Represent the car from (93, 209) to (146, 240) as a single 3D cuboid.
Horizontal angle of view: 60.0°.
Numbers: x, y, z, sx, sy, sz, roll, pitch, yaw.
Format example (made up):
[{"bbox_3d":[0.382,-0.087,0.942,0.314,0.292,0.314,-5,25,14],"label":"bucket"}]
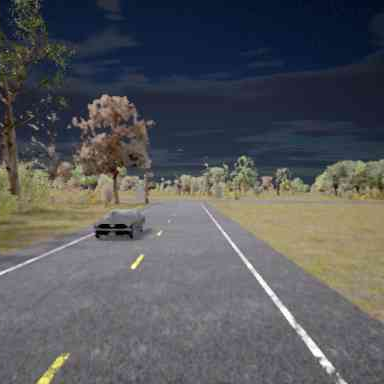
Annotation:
[{"bbox_3d":[-3.605,1.594,17.265,1.895,1.301,4.718,0,0,0],"label":"car"}]
